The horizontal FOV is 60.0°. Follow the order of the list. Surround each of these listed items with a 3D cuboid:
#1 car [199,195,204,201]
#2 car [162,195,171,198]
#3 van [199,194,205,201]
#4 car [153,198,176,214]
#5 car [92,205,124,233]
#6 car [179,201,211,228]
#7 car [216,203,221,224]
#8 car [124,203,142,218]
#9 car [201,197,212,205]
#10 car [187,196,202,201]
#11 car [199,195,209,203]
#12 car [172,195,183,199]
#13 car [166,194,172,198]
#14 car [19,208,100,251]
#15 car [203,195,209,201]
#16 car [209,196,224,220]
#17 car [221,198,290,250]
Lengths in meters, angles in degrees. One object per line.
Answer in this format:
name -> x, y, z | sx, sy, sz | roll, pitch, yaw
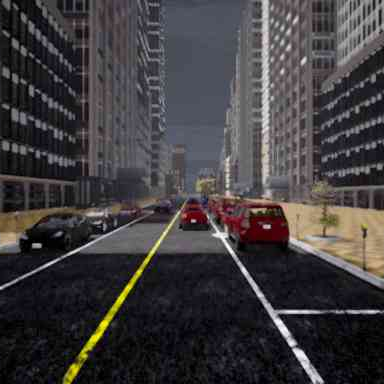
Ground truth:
car -> 2.380, 1.581, 49.548 | 1.882, 1.535, 5.008 | 0, 0, 0
car -> -5.661, 1.716, 64.226 | 1.802, 1.307, 4.206 | 0, 0, 0
van -> 2.730, 1.528, 91.920 | 1.690, 1.788, 3.998 | 0, 0, 0
car -> -3.081, 1.678, 36.407 | 1.895, 1.301, 4.718 | 0, 0, 0
car -> -5.678, 1.594, 19.911 | 2.008, 1.369, 4.403 | 0, 0, 0
car -> 0.098, 1.574, 22.363 | 1.812, 1.442, 4.674 | 0, 0, 0
car -> 2.702, 1.588, 19.908 | 1.887, 1.381, 4.507 | 0, 0, 0
car -> -5.674, 1.648, 30.990 | 1.802, 1.307, 4.206 | 0, 0, 0
car -> 2.719, 1.699, 64.223 | 1.947, 1.339, 4.313 | 0, 0, 0
car -> 0.117, 1.599, 45.520 | 1.837, 1.490, 4.892 | 0, -1, 0
car -> 2.724, 1.595, 75.302 | 1.967, 1.590, 4.097 | 0, 0, 0
car -> -2.971, 1.332, 76.976 | 1.812, 1.442, 4.674 | 0, 0, 0
car -> -5.654, 1.481, 80.844 | 2.192, 1.841, 5.009 | 0, 0, 0
car -> -5.680, 1.598, 14.372 | 1.947, 1.339, 4.313 | 0, 0, 0
car -> 2.710, 1.392, 36.527 | 2.192, 1.841, 5.009 | 0, 0, 0
car -> 2.705, 1.370, 25.449 | 2.192, 1.841, 5.009 | 0, 0, 0
car -> 2.701, 1.346, 14.370 | 2.192, 1.841, 5.009 | 0, 0, 0
